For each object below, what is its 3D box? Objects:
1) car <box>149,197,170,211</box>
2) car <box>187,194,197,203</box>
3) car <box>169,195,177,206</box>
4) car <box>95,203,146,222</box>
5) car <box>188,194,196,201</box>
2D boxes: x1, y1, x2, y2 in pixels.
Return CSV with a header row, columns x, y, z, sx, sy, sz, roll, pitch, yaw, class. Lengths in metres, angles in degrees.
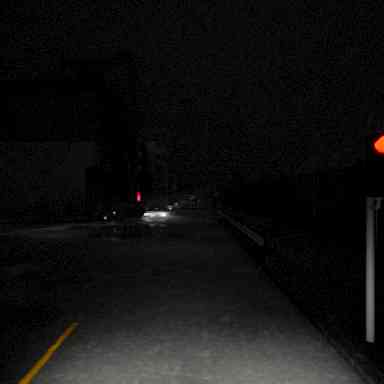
x,y,z,sx,sy,sz,roll,pitch,yaw,class
-4.068,1.591,40.493,1.895,1.301,4.718,0,0,0,car
0.040,1.475,66.313,2.128,1.511,4.902,0,0,0,car
-4.053,1.550,54.397,1.994,1.385,4.181,0,0,0,car
-5.588,1.594,26.452,1.895,1.301,4.718,0,0,20,car
0.044,1.291,76.733,1.882,1.535,5.008,0,0,0,car
